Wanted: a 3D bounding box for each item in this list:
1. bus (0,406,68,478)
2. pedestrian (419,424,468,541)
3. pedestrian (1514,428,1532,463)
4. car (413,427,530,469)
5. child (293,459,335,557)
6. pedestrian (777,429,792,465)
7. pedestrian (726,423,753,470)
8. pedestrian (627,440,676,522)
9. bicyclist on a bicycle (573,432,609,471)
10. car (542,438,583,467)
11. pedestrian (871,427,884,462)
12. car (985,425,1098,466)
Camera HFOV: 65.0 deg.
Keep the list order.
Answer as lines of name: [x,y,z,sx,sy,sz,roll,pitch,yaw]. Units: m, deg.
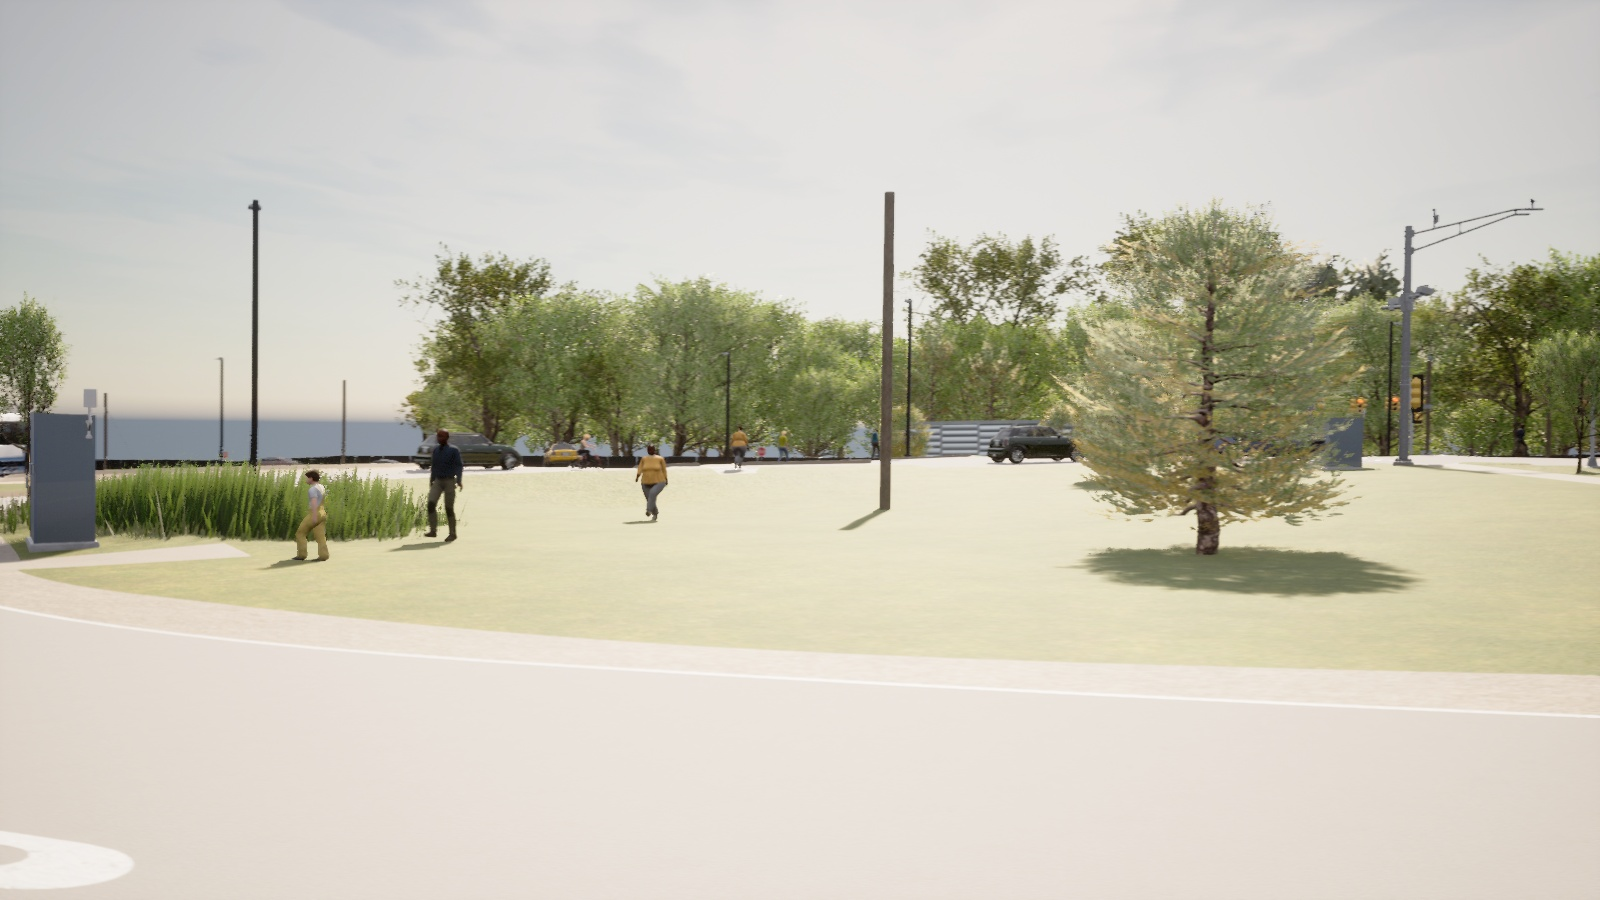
bus: [-48.669,-0.474,74.371,3.944,4.253,10.273,0,1,4]
pedestrian: [-5.712,0.508,20.130,0.370,1.835,0.726,2,1,21]
pedestrian: [38.637,-0.235,67.108,0.726,1.835,0.370,1,1,2]
car: [-14.608,-0.088,55.957,4.553,1.767,2.097,0,2,-42]
child: [-6.428,0.765,16.613,0.437,1.263,0.270,1,1,-1]
pedestrian: [-0.798,-0.142,64.286,0.354,1.836,0.706,2,1,38]
pedestrian: [-2.441,-0.154,51.087,0.874,1.855,0.900,1,1,11]
pedestrian: [-3.463,0.698,29.353,0.874,1.855,0.900,1,1,12]
bicyclist on a bicycle: [-9.043,0.043,54.403,1.509,1.612,0.866,0,4,-6]
car: [-14.200,0.171,74.962,1.801,1.575,5.366,1,-2,-17]
pedestrian: [4.365,-0.307,70.809,0.396,1.930,0.692,2,1,39]
car: [10.930,-0.232,56.855,4.553,1.767,2.097,-1,1,-17]
